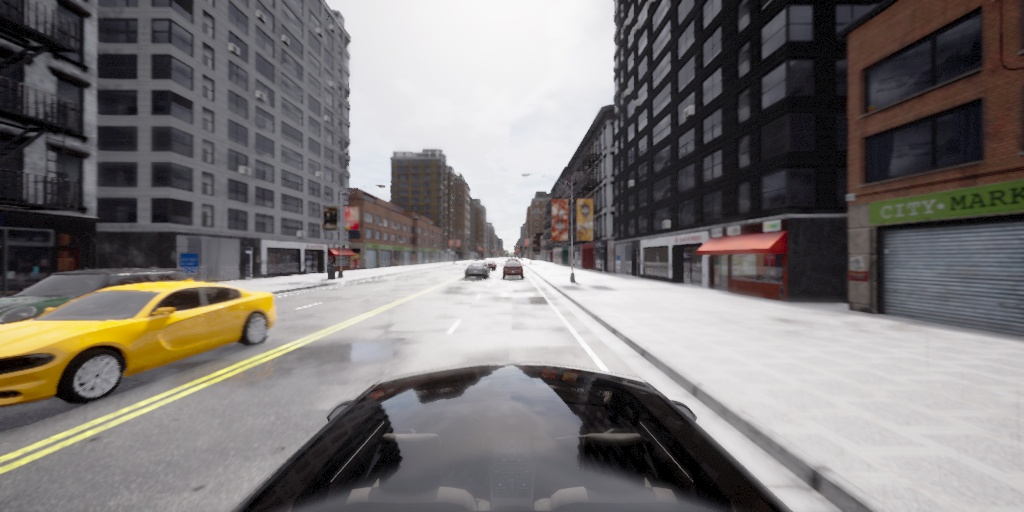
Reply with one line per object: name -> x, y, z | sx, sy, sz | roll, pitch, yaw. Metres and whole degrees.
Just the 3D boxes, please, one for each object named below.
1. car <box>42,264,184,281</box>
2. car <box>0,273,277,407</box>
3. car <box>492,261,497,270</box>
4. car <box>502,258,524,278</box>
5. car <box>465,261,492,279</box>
car -> -9.847, 1.102, 8.443 | 2.097, 1.767, 4.553 | 0, 0, 0
car -> -6.599, 1.228, 6.530 | 1.882, 1.535, 5.008 | 0, 0, 0
car -> -3.157, 1.356, 51.286 | 1.895, 1.301, 4.718 | 0, 0, 0
car -> 0.096, 1.231, 33.630 | 1.882, 1.535, 5.008 | 0, 0, 0
car -> -3.153, 1.317, 32.927 | 1.994, 1.385, 4.181 | 0, 0, 0
